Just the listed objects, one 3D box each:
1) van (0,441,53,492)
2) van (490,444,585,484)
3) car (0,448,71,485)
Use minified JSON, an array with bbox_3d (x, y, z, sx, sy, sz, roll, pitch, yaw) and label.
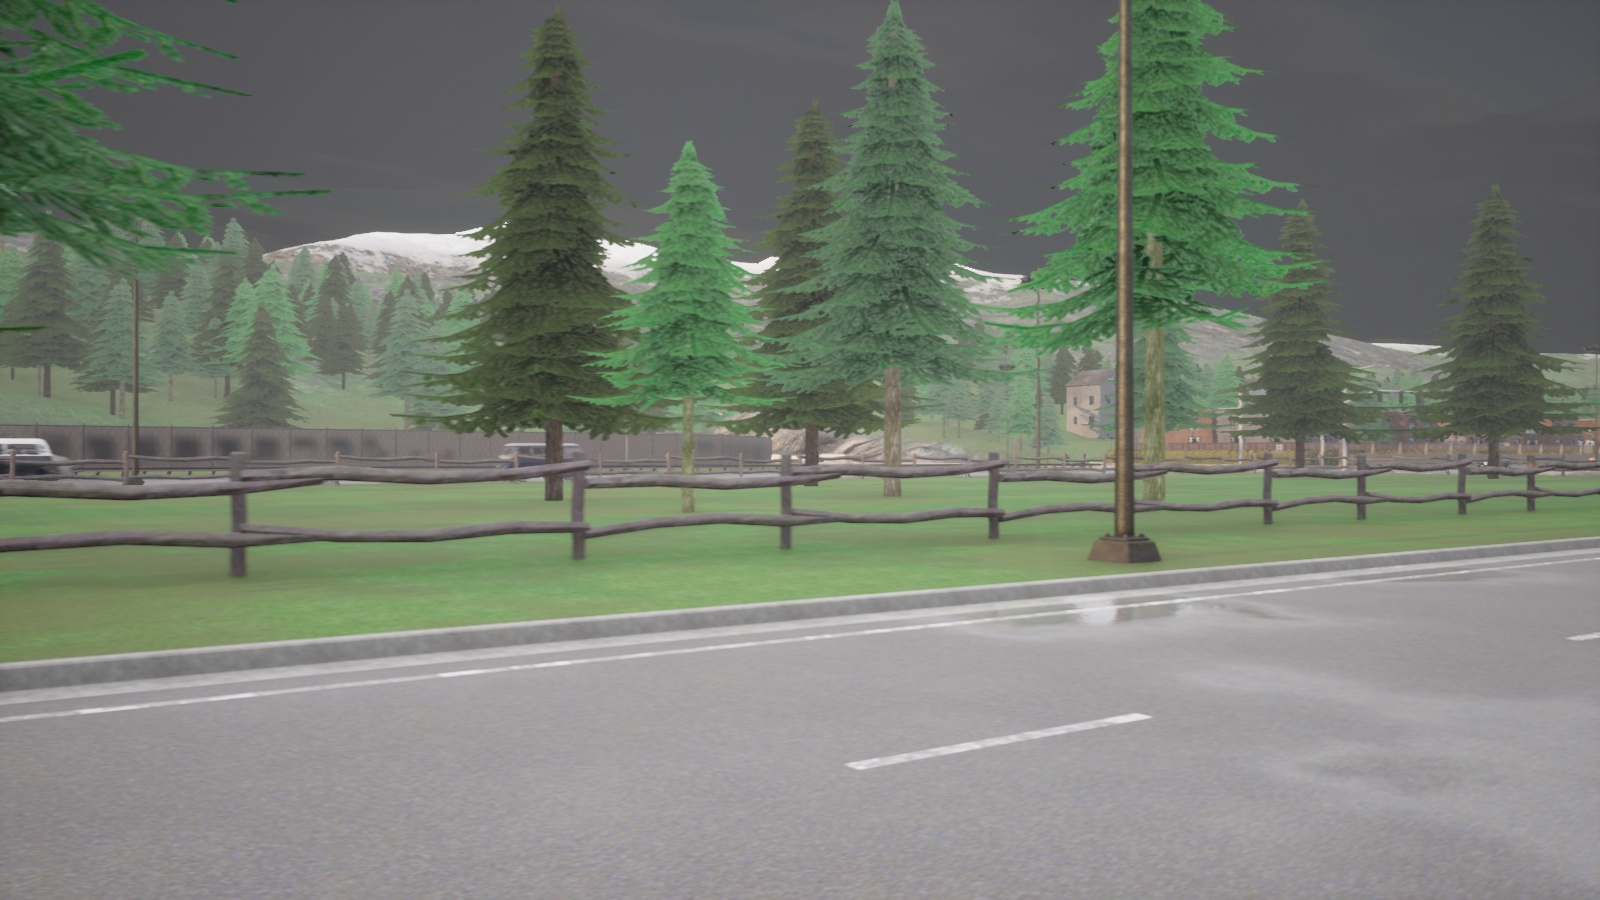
[{"bbox_3d":[-32.931,0.664,50.796,4.480,2.038,2.069,0,0,-35],"label":"van"},{"bbox_3d":[-13.454,0.680,64.446,4.442,1.987,1.775,0,0,-35],"label":"van"},{"bbox_3d":[-36.143,0.740,57.093,5.027,1.651,2.152,0,0,-35],"label":"car"}]
